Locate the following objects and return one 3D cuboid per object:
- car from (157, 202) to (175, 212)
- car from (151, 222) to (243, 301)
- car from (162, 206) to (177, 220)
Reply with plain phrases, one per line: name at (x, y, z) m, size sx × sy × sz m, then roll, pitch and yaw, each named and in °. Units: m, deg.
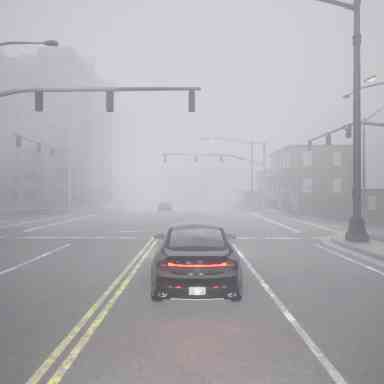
car at (-3.644, 2.066, 45.539) m, size 1.837 × 1.490 × 4.892 m, roll 0°, pitch -5°, yaw 0°
car at (0.092, 1.505, 8.304) m, size 1.837 × 1.490 × 4.892 m, roll 0°, pitch 0°, yaw 0°
car at (-3.645, 3.522, 54.947) m, size 2.128 × 1.511 × 4.902 m, roll 0°, pitch -12°, yaw 0°
